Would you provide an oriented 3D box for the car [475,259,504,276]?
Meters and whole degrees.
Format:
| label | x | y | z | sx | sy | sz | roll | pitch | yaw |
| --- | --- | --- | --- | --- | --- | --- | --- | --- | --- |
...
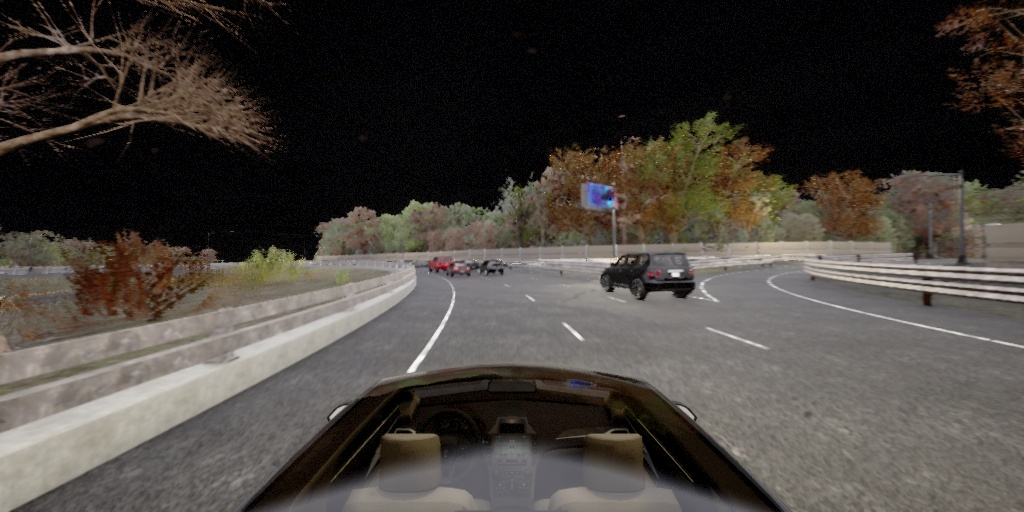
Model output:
| label | x | y | z | sx | sy | sz | roll | pitch | yaw |
| --- | --- | --- | --- | --- | --- | --- | --- | --- | --- |
| car | -2.215 | 1.196 | 37.318 | 1.837 | 1.490 | 4.892 | -1 | 0 | -19 |

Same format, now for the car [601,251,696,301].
| label | x | y | z | sx | sy | sz | roll | pitch | yaw |
| --- | --- | --- | --- | --- | --- | --- | --- | --- | --- |
| car | 6.033 | 0.829 | 16.603 | 2.150 | 2.045 | 5.566 | -1 | 0 | -7 |

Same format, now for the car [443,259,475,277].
| label | x | y | z | sx | sy | sz | roll | pitch | yaw |
| --- | --- | --- | --- | --- | --- | --- | --- | --- | --- |
| car | -5.303 | 1.282 | 35.465 | 1.812 | 1.442 | 4.674 | -1 | 0 | -19 |

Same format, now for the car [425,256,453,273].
| label | x | y | z | sx | sy | sz | roll | pitch | yaw |
| --- | --- | --- | --- | --- | --- | --- | --- | --- | --- |
| car | -8.751 | 1.020 | 44.484 | 2.150 | 2.045 | 5.566 | -1 | 0 | -26 |
